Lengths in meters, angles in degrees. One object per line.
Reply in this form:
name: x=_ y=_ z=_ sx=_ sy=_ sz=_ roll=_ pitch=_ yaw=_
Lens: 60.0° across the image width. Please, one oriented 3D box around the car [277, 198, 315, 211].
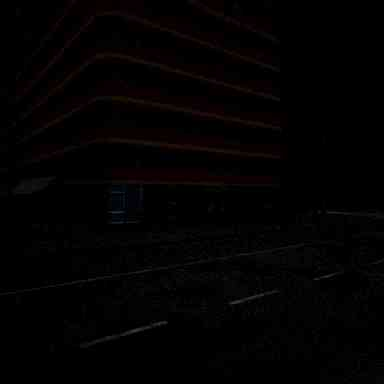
car: x=12.511 y=1.488 z=40.024 sx=2.128 sy=1.511 sz=4.902 roll=0 pitch=0 yaw=-38
